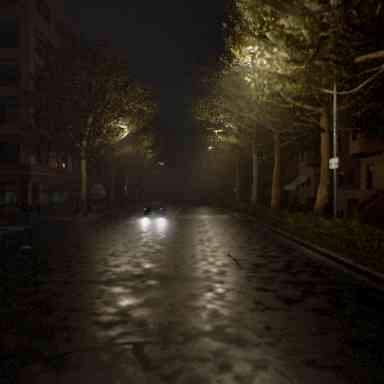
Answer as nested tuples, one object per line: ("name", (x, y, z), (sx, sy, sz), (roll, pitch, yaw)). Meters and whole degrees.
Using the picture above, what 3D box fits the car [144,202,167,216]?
("car", (-3.482, 1.616, 32.190), (1.895, 1.301, 4.718), (0, 0, 0))
